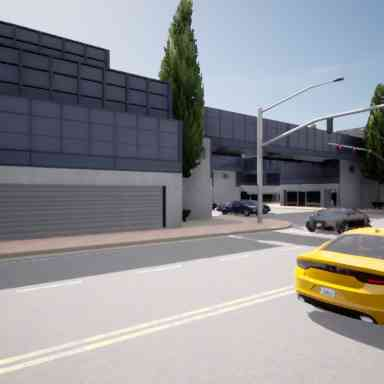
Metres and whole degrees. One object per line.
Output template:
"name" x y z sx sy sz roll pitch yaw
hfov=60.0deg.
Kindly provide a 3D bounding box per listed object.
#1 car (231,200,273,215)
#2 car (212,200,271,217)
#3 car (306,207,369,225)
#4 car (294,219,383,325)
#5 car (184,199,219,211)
"car" 6.374 1.564 35.615 1.994 1.385 4.181 0 0 -37
"car" 4.650 1.547 32.080 2.033 1.411 5.357 0 0 -37
"car" 8.298 1.564 18.801 4.181 1.385 1.994 0 0 -37
"car" 4.221 1.478 6.856 5.008 1.535 1.882 0 0 -36
"car" 1.140 1.601 42.599 1.895 1.301 4.718 0 0 -37
